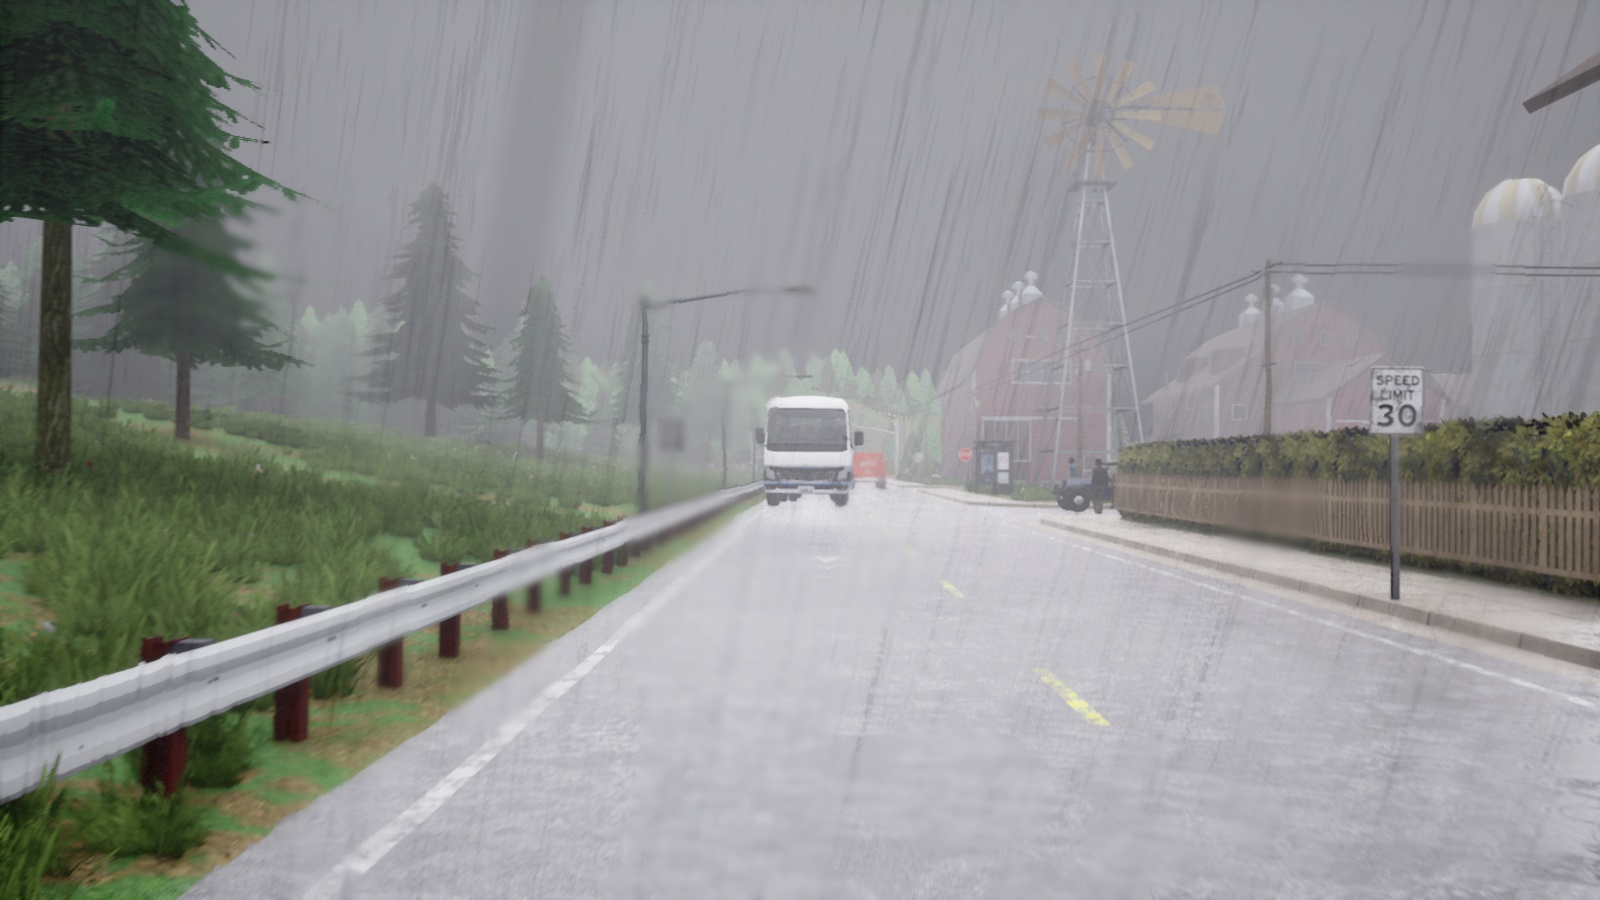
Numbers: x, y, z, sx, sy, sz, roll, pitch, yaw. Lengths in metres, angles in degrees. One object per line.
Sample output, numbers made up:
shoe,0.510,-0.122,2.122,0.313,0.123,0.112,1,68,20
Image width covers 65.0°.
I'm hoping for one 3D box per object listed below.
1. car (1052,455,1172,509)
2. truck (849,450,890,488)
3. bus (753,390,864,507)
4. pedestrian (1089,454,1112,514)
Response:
car,11.184,1.141,45.191,3.866,1.878,1.905,0,-1,0
truck,4.689,1.292,85.523,2.627,2.467,5.204,0,-1,1
bus,0.553,0.005,50.829,3.944,4.253,10.273,0,-1,3
pedestrian,9.337,1.046,39.062,0.431,1.840,0.703,0,-1,-13
